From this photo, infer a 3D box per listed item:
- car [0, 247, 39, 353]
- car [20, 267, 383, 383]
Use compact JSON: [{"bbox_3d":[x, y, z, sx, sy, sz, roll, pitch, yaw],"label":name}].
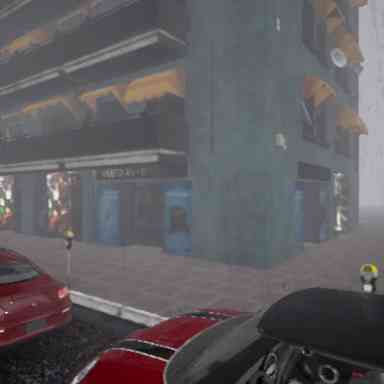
[{"bbox_3d":[-3.707,1.588,5.524,4.206,1.307,1.802,0,0,36],"label":"car"},{"bbox_3d":[0.901,1.441,2.233,4.097,1.590,1.967,0,0,36],"label":"car"}]
